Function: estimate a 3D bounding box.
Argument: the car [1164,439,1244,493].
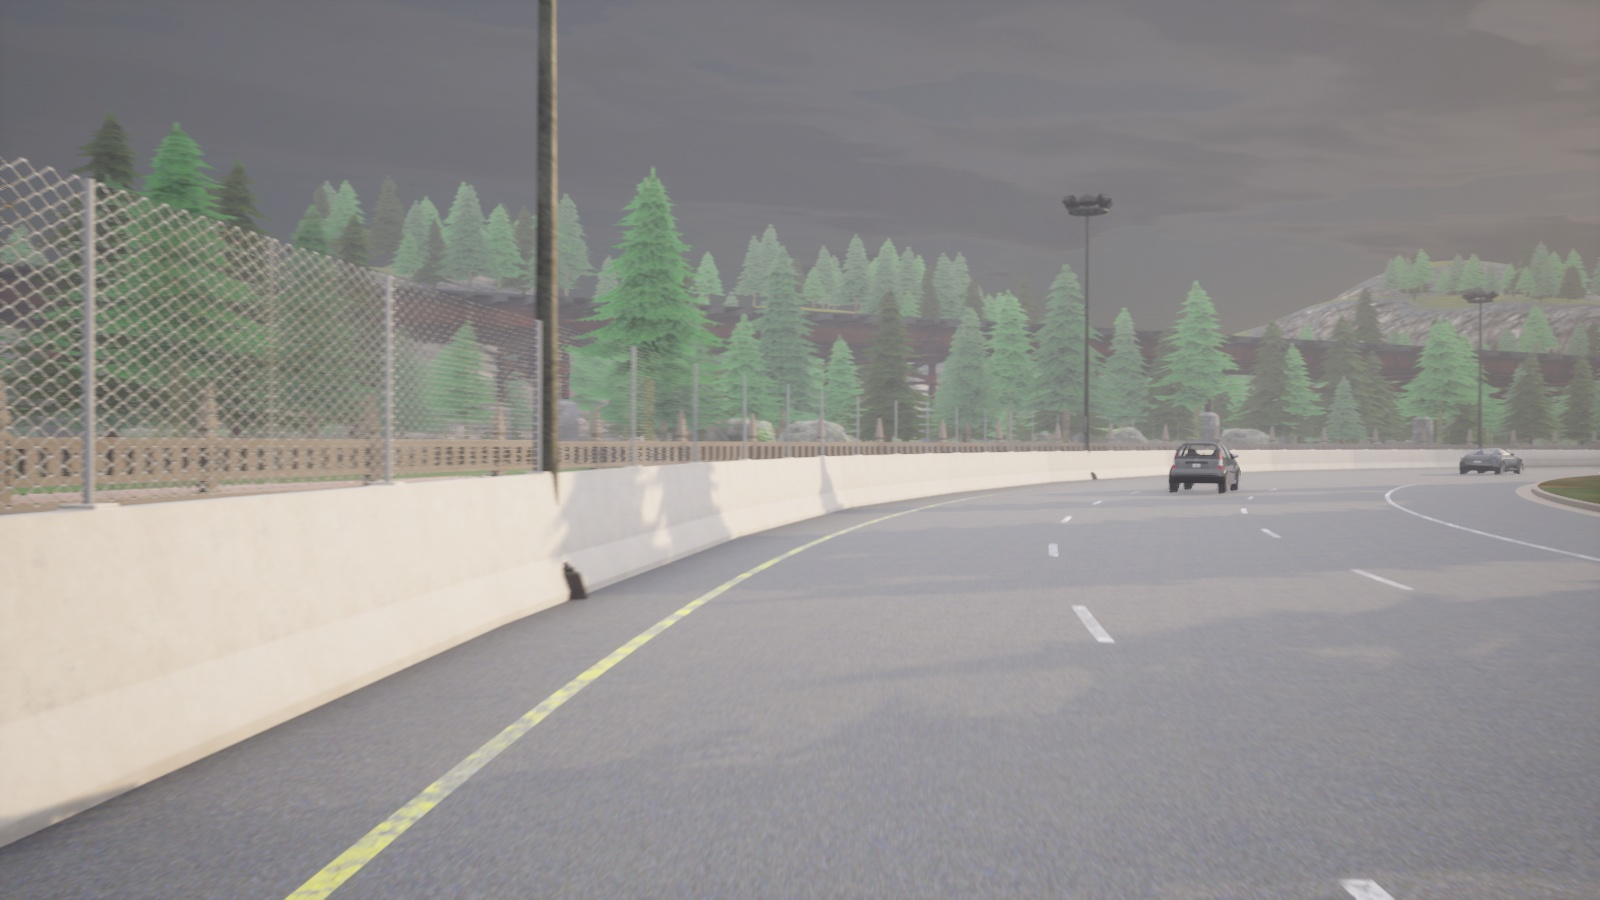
[{"bbox_3d":[12.941,0.484,40.074,1.851,1.617,3.988,0,0,26],"label":"car"}]

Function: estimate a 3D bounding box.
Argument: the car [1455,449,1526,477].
[{"bbox_3d":[35.574,0.623,64.669,4.181,1.385,1.994,0,0,-43],"label":"car"}]
